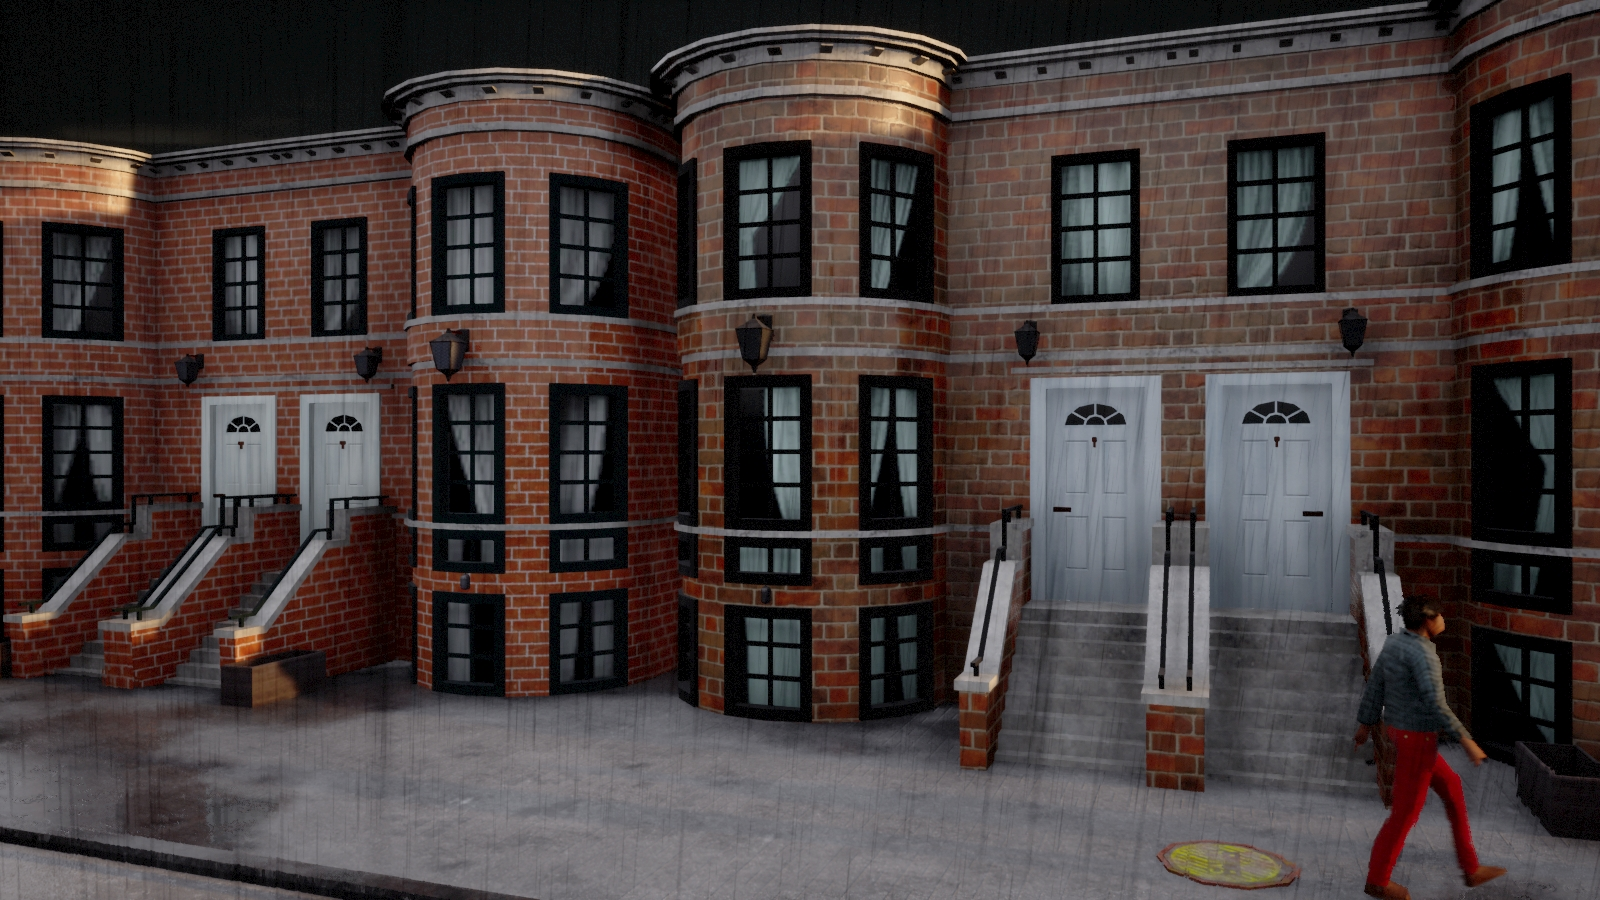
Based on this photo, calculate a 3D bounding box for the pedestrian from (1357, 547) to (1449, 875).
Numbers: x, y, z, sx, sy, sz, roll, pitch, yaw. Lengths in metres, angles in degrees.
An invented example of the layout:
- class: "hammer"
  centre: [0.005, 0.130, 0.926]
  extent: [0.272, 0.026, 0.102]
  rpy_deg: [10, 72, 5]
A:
- class: "pedestrian"
  centre: [3.587, 1.524, 6.809]
  extent: [0.375, 1.860, 0.375]
  rpy_deg: [0, 0, 7]
